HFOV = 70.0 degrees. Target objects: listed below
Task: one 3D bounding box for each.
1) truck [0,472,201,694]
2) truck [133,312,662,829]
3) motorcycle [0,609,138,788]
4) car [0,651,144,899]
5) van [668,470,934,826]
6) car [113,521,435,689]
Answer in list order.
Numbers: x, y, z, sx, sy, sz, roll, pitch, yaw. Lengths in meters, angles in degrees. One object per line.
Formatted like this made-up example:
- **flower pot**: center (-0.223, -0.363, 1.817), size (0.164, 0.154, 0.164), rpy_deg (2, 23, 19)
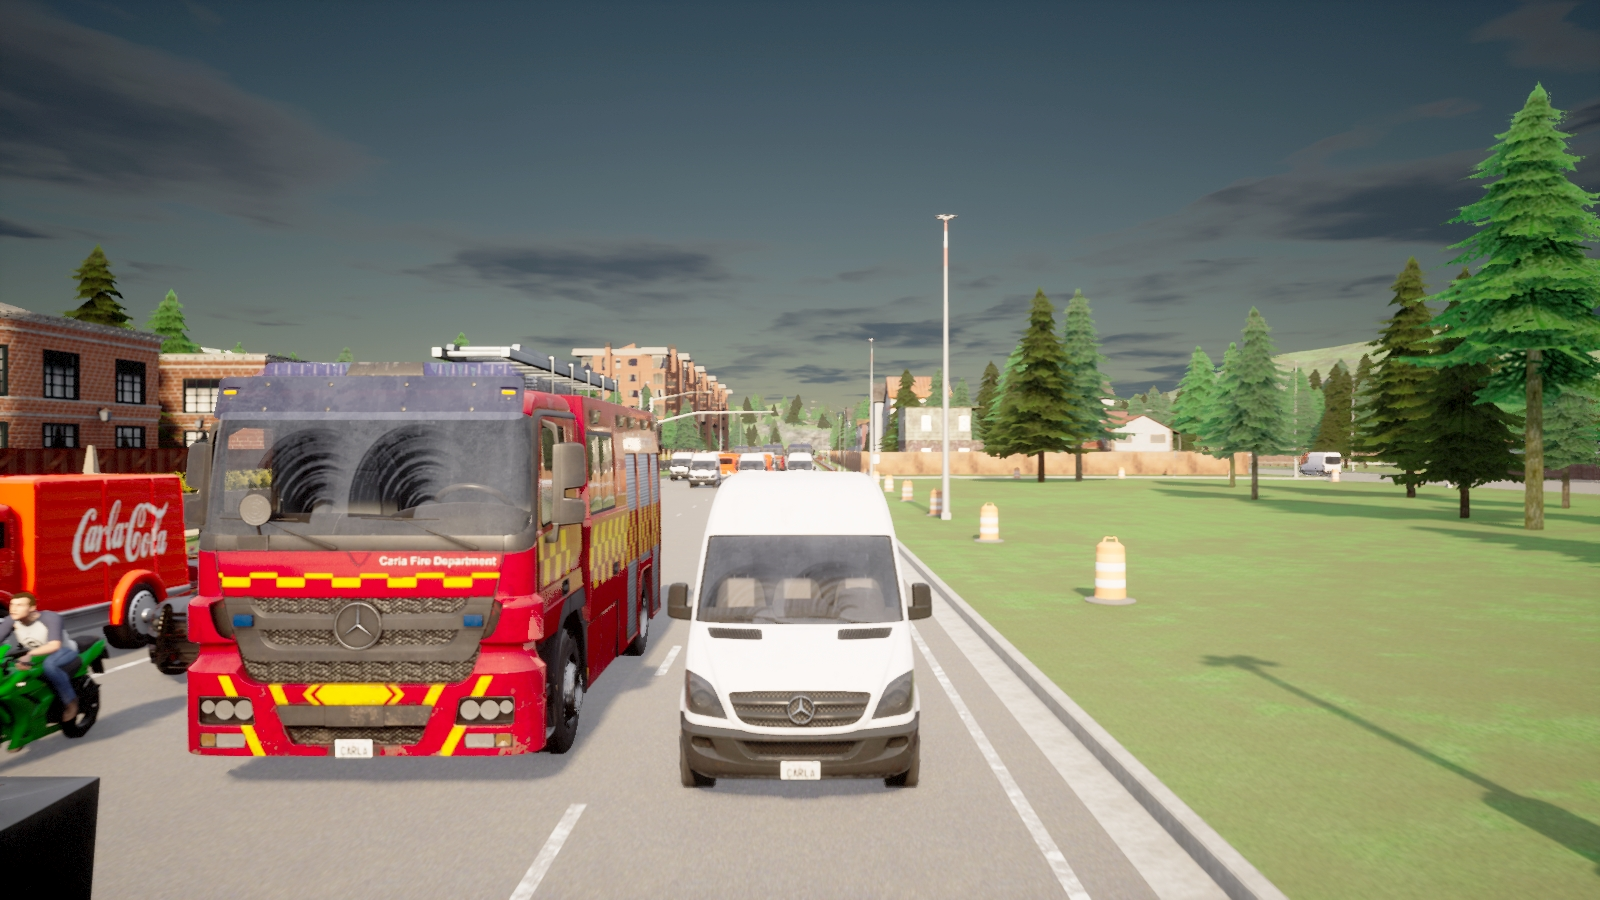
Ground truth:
- **truck**: center (-10.501, 1.568, 14.931), size (2.627, 2.467, 5.204), rpy_deg (0, 0, 0)
- **truck**: center (-3.494, 0.890, 12.693), size (2.891, 3.827, 8.468), rpy_deg (0, 0, 0)
- **motorcycle**: center (-6.998, 2.186, 10.365), size (0.803, 1.199, 2.033), rpy_deg (0, 0, 0)
- **car**: center (-3.500, 1.754, 0.874), size (2.390, 2.098, 6.274), rpy_deg (0, 0, 0)
- **van**: center (0.006, 1.535, 11.500), size (1.988, 2.561, 5.915), rpy_deg (0, 0, 0)
- **car**: center (-6.996, 1.982, 16.001), size (2.097, 1.638, 5.238), rpy_deg (0, 0, 0)
